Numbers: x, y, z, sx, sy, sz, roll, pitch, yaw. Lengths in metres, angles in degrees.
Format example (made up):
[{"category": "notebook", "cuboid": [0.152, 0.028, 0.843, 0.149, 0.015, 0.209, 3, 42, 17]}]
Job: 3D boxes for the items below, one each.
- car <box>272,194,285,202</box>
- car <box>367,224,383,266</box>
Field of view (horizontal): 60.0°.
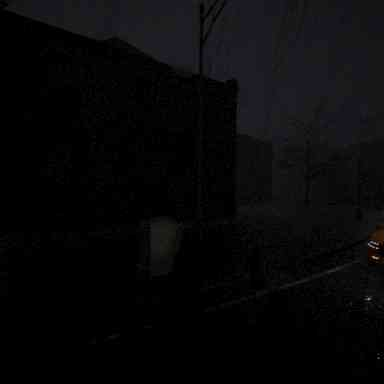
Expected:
[{"category": "car", "cuboid": [14.103, 1.080, 57.789, 1.994, 1.385, 4.181, 1, 0, -26]}, {"category": "car", "cuboid": [7.171, 1.440, 10.581, 1.882, 1.535, 5.008, 0, 0, 43]}]
